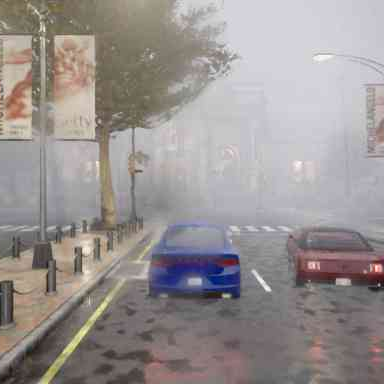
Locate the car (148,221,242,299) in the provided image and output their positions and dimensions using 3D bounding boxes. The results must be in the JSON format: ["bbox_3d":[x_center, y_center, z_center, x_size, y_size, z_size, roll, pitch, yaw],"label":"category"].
[{"bbox_3d":[0.063,1.477,8.512,1.882,1.535,5.008,0,0,0],"label":"car"}]

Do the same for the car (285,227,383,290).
[{"bbox_3d":[3.669,1.600,9.143,1.895,1.301,4.718,0,0,13],"label":"car"}]
